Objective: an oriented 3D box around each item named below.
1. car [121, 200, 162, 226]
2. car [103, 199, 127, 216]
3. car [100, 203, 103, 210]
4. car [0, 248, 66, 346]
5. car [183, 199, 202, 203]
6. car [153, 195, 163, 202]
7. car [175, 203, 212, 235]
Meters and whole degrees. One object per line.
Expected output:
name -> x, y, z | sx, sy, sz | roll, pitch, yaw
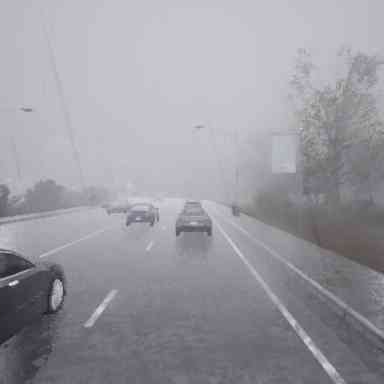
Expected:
car -> -3.395, 1.529, 23.356 | 1.812, 1.442, 4.674 | 0, 0, 0
car -> -7.107, 1.530, 33.102 | 1.812, 1.442, 4.674 | 0, 0, 0
car -> -10.599, 1.571, 43.638 | 1.994, 1.385, 4.181 | 0, 0, 0
car -> -3.402, 1.505, 4.674 | 1.837, 1.490, 4.892 | 0, 0, 0
car -> 0.089, 1.497, 36.854 | 2.128, 1.511, 4.902 | 0, 0, 0
car -> -7.392, 1.353, 73.082 | 2.097, 1.767, 4.553 | 0, 0, -3
car -> 0.093, 1.567, 19.012 | 1.994, 1.385, 4.181 | 0, 0, 0
